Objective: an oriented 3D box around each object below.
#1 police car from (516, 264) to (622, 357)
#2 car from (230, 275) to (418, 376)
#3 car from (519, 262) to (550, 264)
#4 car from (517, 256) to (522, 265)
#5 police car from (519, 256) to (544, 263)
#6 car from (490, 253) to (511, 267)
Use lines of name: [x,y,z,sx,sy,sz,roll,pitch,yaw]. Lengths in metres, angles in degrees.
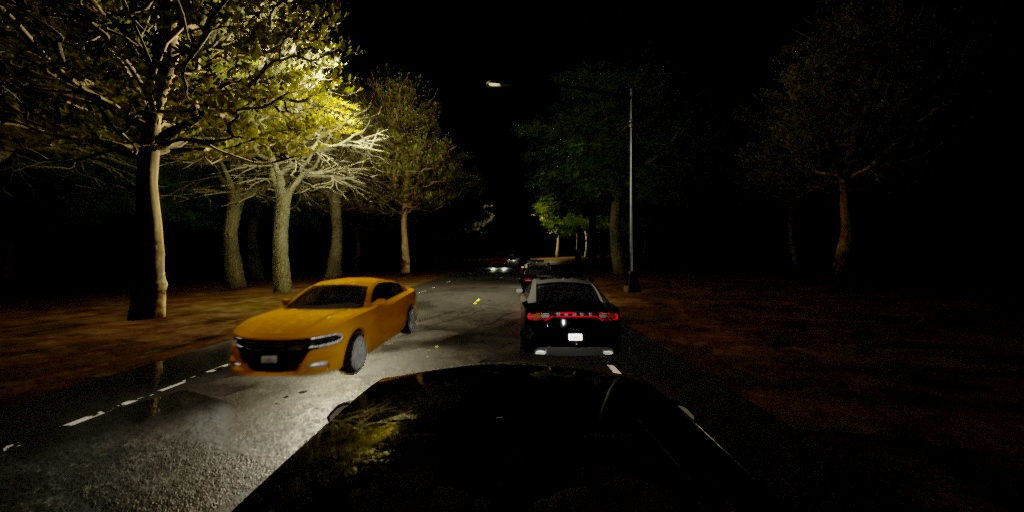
police car: [1.123,1.166,8.670,1.930,1.638,5.238,0,0,1]
car: [-3.511,1.222,7.740,1.882,1.535,5.008,0,0,1]
car: [1.399,1.215,18.498,1.812,1.442,4.674,0,0,2]
car: [1.802,0.836,50.144,1.837,1.490,4.892,0,1,2]
police car: [1.658,1.058,24.585,1.930,1.638,5.238,0,1,3]
car: [-1.799,0.538,51.649,2.150,2.045,5.566,0,1,3]
